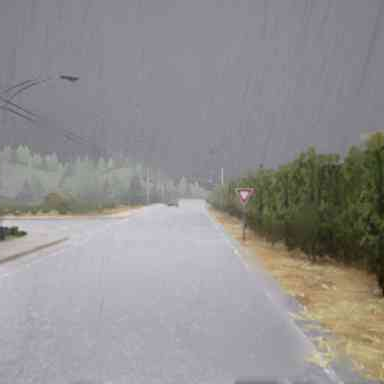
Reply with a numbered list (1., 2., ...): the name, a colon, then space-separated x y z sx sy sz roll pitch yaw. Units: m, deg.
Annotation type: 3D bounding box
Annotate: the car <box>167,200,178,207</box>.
1. car: -3.545 2.109 61.821 1.994 1.385 4.181 0 -1 0
